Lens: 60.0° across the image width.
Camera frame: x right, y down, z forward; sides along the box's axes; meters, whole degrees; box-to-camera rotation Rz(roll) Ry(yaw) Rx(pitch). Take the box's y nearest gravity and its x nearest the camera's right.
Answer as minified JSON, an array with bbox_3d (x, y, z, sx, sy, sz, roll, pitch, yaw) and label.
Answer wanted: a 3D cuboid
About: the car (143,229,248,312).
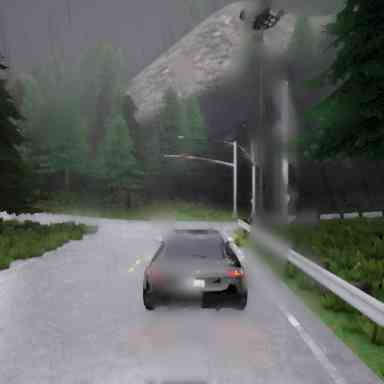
[{"bbox_3d":[0.075,1.557,7.782,1.994,1.385,4.181,0,0,1],"label":"car"}]
